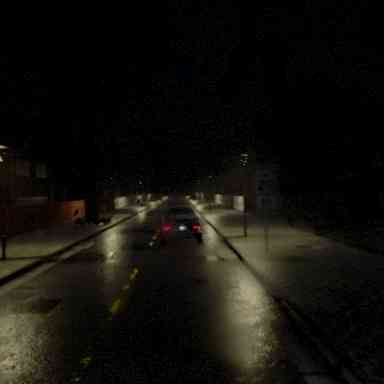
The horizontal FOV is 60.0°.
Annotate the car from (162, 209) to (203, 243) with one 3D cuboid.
[{"bbox_3d":[-0.502,1.540,16.187,2.033,1.411,5.357,-1,0,-2],"label":"car"}]
